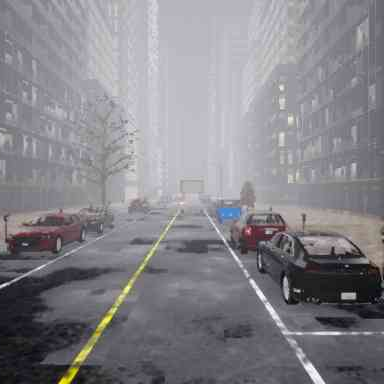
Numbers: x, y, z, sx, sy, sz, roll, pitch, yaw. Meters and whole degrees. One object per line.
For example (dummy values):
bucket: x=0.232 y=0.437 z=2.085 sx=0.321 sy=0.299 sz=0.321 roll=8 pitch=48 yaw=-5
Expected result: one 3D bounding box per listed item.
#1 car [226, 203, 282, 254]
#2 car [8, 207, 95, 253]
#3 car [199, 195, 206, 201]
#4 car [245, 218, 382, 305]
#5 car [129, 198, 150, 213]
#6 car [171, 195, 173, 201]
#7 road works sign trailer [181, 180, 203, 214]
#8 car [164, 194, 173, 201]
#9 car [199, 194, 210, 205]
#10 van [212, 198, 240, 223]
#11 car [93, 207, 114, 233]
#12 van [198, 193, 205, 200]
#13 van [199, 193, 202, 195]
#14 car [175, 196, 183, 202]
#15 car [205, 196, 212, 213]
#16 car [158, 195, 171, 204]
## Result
car: x=2.685 y=1.438 z=13.579 sx=1.967 sy=1.590 sz=4.097 roll=0 pitch=0 yaw=0
car: x=-5.694 y=1.543 z=13.596 sx=1.887 sy=1.381 sz=4.507 roll=0 pitch=0 yaw=0
car: x=2.687 y=1.561 z=87.576 sx=1.802 sy=1.307 sz=4.206 roll=0 pitch=0 yaw=0
car: x=2.686 y=1.550 z=7.886 sx=2.008 sy=1.369 sz=4.403 roll=0 pitch=0 yaw=0
car: x=-5.695 y=1.436 z=36.363 sx=1.967 sy=1.590 sz=4.097 roll=0 pitch=0 yaw=0
car: x=-5.693 y=1.569 z=70.515 sx=1.802 sy=1.307 sz=4.206 roll=0 pitch=0 yaw=0
road works sign trailer: x=-0.001 y=0.461 z=35.926 sx=2.380 sy=3.560 sz=2.880 roll=0 pitch=0 yaw=0
car: x=-5.694 y=1.422 z=81.899 sx=1.967 sy=1.590 sz=4.097 roll=0 pitch=0 yaw=0
car: x=2.687 y=1.556 z=59.115 sx=1.947 sy=1.339 sz=4.313 roll=0 pitch=0 yaw=0
van: x=2.685 y=1.339 z=24.963 sx=1.690 sy=1.788 sz=3.998 roll=0 pitch=0 yaw=0
car: x=-5.694 y=1.549 z=19.288 sx=2.008 sy=1.369 sz=4.403 roll=0 pitch=0 yaw=0
van: x=2.686 y=1.317 z=93.268 sx=1.690 sy=1.788 sz=3.998 roll=0 pitch=0 yaw=0
van: x=2.686 y=1.330 z=64.807 sx=1.690 sy=1.788 sz=3.998 roll=0 pitch=0 yaw=0
car: x=-3.000 y=1.572 z=76.708 sx=1.895 sy=1.301 sz=4.718 roll=0 pitch=0 yaw=0
car: x=2.686 y=1.521 z=36.518 sx=1.752 sy=1.417 sz=4.829 roll=0 pitch=0 yaw=0
car: x=-5.694 y=1.514 z=64.653 sx=1.752 sy=1.417 sz=4.829 roll=0 pitch=0 yaw=0
